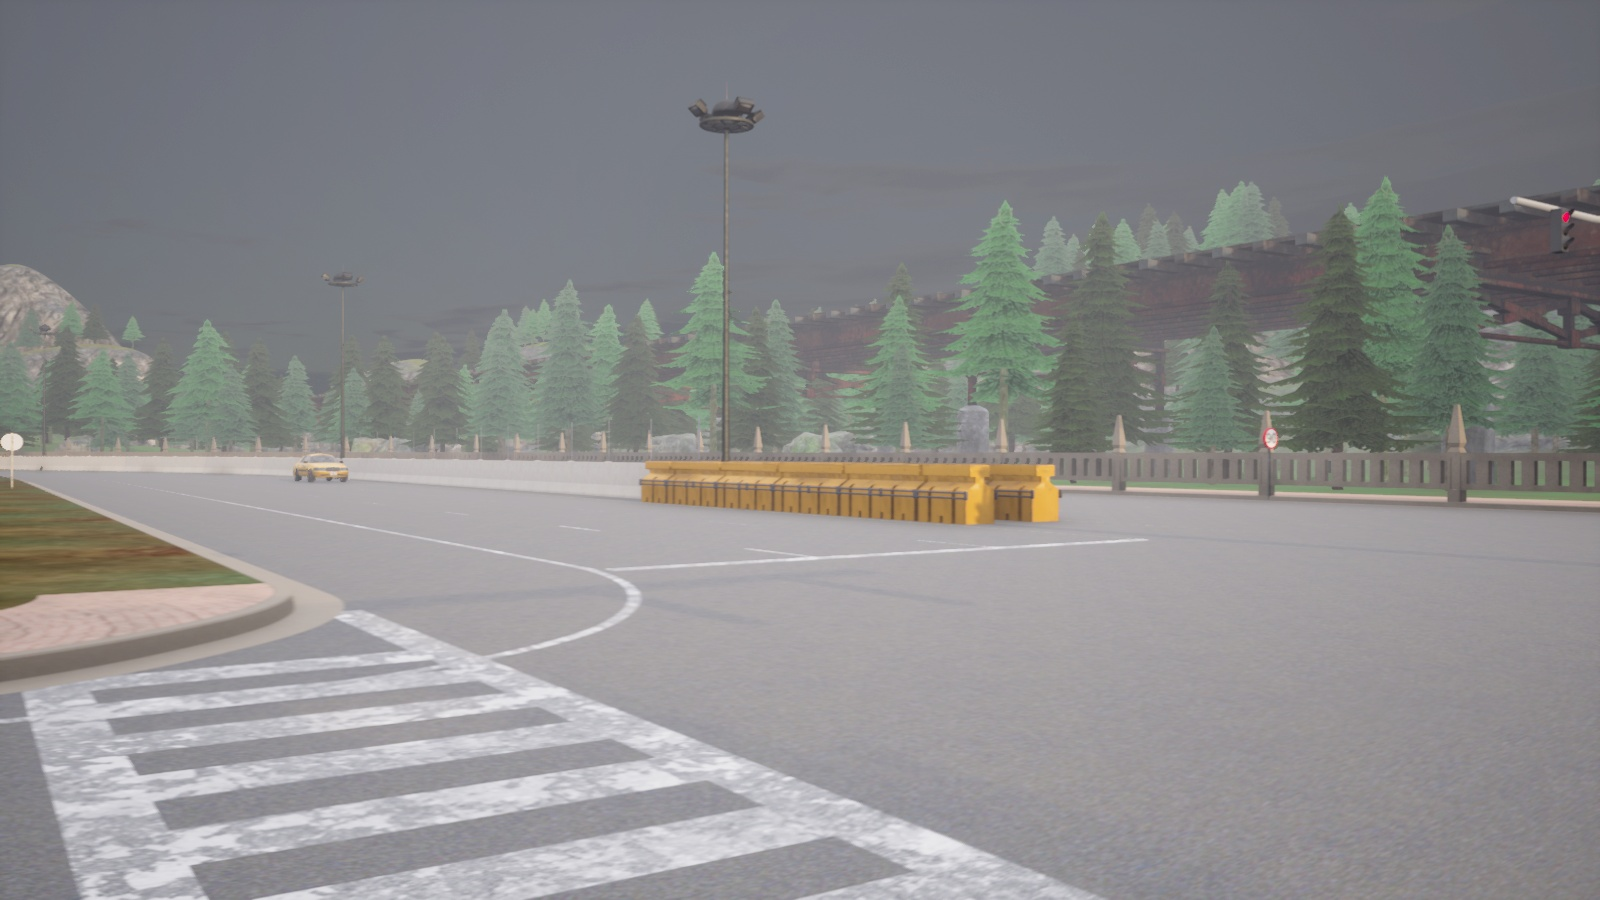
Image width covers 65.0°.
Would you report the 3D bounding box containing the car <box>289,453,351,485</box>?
[{"bbox_3d":[-24.579,0.930,64.233,1.801,1.575,5.366,0,0,-34],"label":"car"}]
